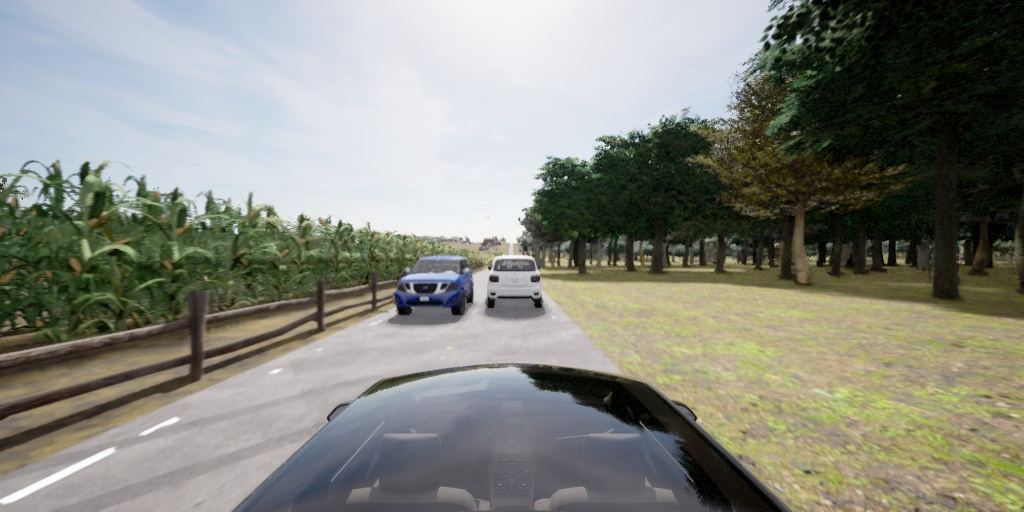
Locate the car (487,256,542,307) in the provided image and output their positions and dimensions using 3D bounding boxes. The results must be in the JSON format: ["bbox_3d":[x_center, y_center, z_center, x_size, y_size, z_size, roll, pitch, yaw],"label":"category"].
[{"bbox_3d":[0.102,1.024,15.875,2.150,2.045,5.566,0,0,0],"label":"car"}]

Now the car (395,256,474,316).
[{"bbox_3d":[-2.754,1.015,14.044,2.150,2.045,5.566,0,0,0],"label":"car"}]
